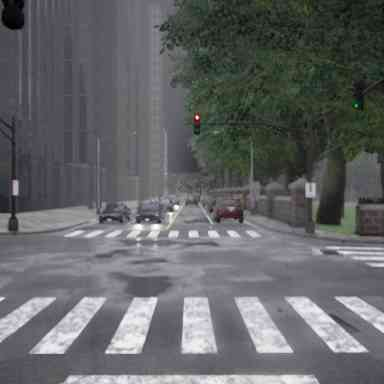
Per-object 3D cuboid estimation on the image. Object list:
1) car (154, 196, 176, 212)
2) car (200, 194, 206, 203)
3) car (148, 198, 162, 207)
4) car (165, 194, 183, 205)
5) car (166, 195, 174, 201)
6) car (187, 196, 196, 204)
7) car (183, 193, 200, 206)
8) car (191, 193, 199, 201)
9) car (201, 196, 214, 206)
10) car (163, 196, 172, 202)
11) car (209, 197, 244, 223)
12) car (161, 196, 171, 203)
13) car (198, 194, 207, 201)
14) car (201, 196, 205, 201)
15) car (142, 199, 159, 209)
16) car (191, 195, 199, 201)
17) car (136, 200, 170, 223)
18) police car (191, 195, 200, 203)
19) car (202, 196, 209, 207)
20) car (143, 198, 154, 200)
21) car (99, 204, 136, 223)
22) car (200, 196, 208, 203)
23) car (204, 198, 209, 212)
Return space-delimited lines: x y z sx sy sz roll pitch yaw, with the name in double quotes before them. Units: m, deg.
"car" -3.147 1.566 39.307 1.812 1.442 4.674 0 0 -1
"car" 2.679 1.501 52.788 1.967 1.590 4.097 0 0 0
"car" -5.846 1.643 52.768 1.802 1.307 4.206 0 0 0
"car" -3.104 1.563 59.004 2.128 1.511 4.902 0 0 0
"car" -5.907 1.568 90.967 1.967 1.590 4.097 0 0 0
"car" -0.104 1.558 65.623 1.882 1.535 5.008 0 0 0
"car" -0.036 1.417 55.569 2.097 1.767 4.553 0 0 0
"car" 0.754 1.355 92.189 2.150 2.045 5.566 0 0 0
"car" 2.671 1.509 58.245 1.967 1.590 4.097 0 0 0
"car" -5.890 1.650 80.053 1.887 1.381 4.507 0 0 0
"car" 2.723 1.335 25.506 2.192 1.841 5.009 0 0 0
"car" -5.881 1.640 74.596 1.887 1.381 4.507 0 0 0
"car" 2.627 1.432 85.528 2.192 1.841 5.009 0 0 0
"car" 2.688 1.603 47.332 2.008 1.369 4.403 0 0 0
"car" -5.837 1.634 47.311 1.802 1.307 4.206 0 0 0
"car" 0.763 1.624 86.159 1.837 1.490 4.892 0 0 0
"car" -3.142 1.569 26.003 2.033 1.411 5.357 0 0 0
"police car" 0.779 1.524 76.269 1.930 1.638 5.238 0 0 0
"car" 2.697 1.595 41.875 2.008 1.369 4.403 0 0 0
"car" -5.828 1.595 41.854 2.008 1.369 4.403 0 0 0
"car" -5.802 1.586 25.483 1.947 1.339 4.313 0 0 0
"car" 2.644 1.621 74.784 1.752 1.417 4.829 0 0 0
"car" 2.706 1.602 36.418 1.947 1.339 4.313 0 0 0
